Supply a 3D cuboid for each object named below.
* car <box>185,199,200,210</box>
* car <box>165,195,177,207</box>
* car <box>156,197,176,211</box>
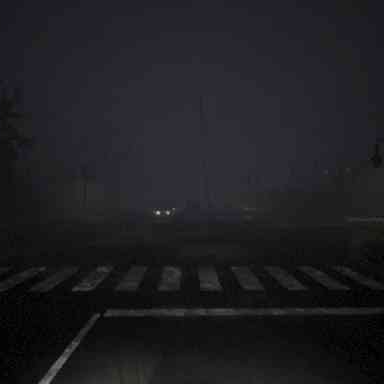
[{"bbox_3d":[0.066,1.763,46.658,2.128,1.511,4.902,0,0,0],"label":"car"},{"bbox_3d":[-3.603,1.542,55.053,2.150,2.045,5.566,0,0,0],"label":"car"},{"bbox_3d":[-3.621,1.807,44.477,2.033,1.411,5.357,0,0,0],"label":"car"}]
